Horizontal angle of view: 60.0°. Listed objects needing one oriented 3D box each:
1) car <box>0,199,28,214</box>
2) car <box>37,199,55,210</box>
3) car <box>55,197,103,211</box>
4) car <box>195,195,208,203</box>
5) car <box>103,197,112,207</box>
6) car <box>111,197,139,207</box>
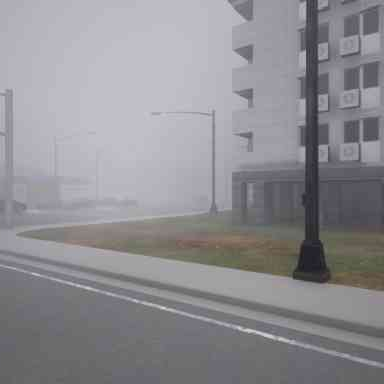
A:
[{"bbox_3d":[-19.362,1.478,33.714,1.882,1.535,5.008,0,0,36],"label":"car"},{"bbox_3d":[-17.577,1.564,42.491,1.994,1.385,4.181,0,0,31],"label":"car"},{"bbox_3d":[-14.061,1.492,41.573,2.128,1.511,4.902,0,0,30],"label":"car"},{"bbox_3d":[2.026,1.353,69.982,2.097,1.767,4.553,0,0,-8],"label":"car"},{"bbox_3d":[-13.356,1.478,51.663,1.882,1.535,5.008,0,0,16],"label":"car"},{"bbox_3d":[-9.930,1.601,50.862,1.895,1.301,4.718,0,0,16],"label":"car"}]
